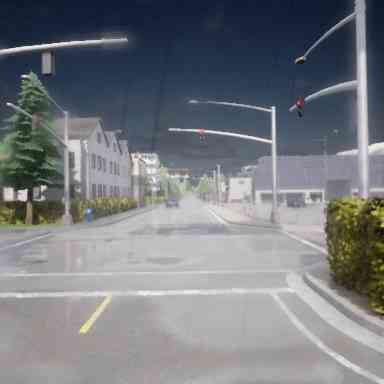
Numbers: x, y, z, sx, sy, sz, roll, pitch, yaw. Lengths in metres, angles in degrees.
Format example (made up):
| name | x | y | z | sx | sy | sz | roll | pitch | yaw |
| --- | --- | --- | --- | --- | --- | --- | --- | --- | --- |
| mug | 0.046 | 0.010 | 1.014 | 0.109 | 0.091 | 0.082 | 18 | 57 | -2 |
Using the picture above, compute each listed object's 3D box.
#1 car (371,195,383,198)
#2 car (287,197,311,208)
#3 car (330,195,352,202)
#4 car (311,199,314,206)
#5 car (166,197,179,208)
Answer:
| name | x | y | z | sx | sy | sz | roll | pitch | yaw |
| --- | --- | --- | --- | --- | --- | --- | --- | --- | --- |
| car | 19.113 | 1.180 | 31.306 | 1.905 | 1.878 | 3.866 | -1 | -1 | 0 |
| car | 15.416 | 1.625 | 49.172 | 2.007 | 1.523 | 4.514 | -1 | -1 | 0 |
| car | 25.474 | 1.395 | 56.572 | 2.152 | 1.636 | 5.027 | -1 | -1 | 0 |
| car | 19.060 | 1.569 | 56.231 | 1.970 | 1.475 | 3.806 | -1 | -1 | 0 |
| car | -3.504 | 1.861 | 60.542 | 2.150 | 2.045 | 5.566 | -1 | -1 | 0 |
